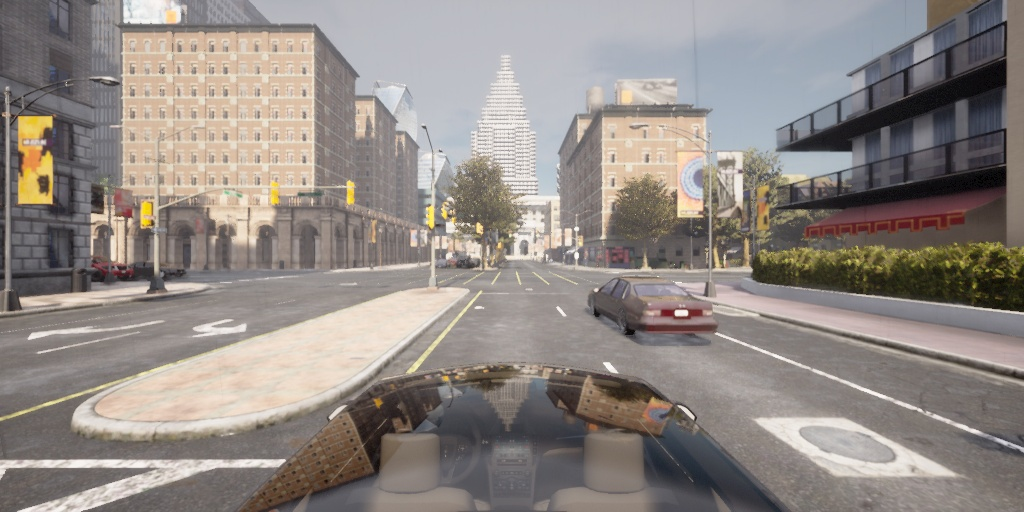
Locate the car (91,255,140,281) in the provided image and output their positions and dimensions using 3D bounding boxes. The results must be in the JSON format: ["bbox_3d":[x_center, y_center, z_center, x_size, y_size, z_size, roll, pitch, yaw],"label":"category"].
[{"bbox_3d":[-34.613,0.959,29.398,5.566,2.045,2.150,0,0,0],"label":"car"}]

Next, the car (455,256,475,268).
[{"bbox_3d":[-7.989,0.945,60.624,2.150,2.045,5.566,0,0,0],"label":"car"}]

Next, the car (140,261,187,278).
[{"bbox_3d":[-32.810,1.241,32.924,4.892,1.490,1.837,0,0,0],"label":"car"}]

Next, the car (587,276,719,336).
[{"bbox_3d":[3.634,1.294,10.364,2.033,1.411,5.357,0,0,-2],"label":"car"}]

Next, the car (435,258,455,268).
[{"bbox_3d":[-11.485,1.271,60.005,2.033,1.411,5.357,0,0,0],"label":"car"}]
